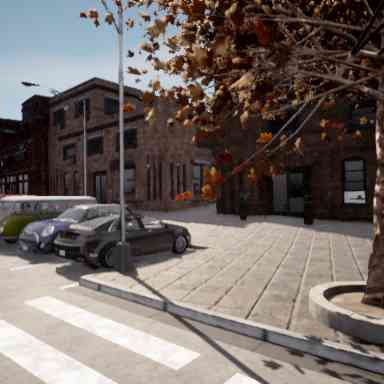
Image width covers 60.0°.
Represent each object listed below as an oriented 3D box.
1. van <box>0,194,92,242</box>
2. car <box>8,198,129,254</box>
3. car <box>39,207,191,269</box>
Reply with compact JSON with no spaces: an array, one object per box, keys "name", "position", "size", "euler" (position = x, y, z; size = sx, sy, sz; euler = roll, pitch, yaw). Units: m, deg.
[{"name":"van","position":[-6.321,1.186,14.465],"size":[1.878,1.987,4.442],"euler":[0,0,40]},{"name":"car","position":[-4.111,1.293,12.810],"size":[2.185,1.767,4.553],"euler":[0,0,40]},{"name":"car","position":[-2.022,1.426,11.015],"size":[2.231,1.521,4.892],"euler":[0,0,40]}]
